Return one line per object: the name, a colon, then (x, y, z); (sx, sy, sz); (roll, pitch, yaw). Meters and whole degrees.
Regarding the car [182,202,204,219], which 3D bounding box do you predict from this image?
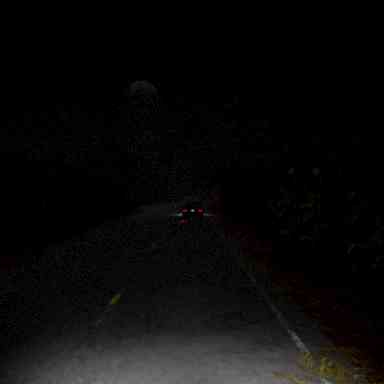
car: (0.060, 1.555, 29.142); (2.033, 1.411, 5.357); (0, 0, 0)
